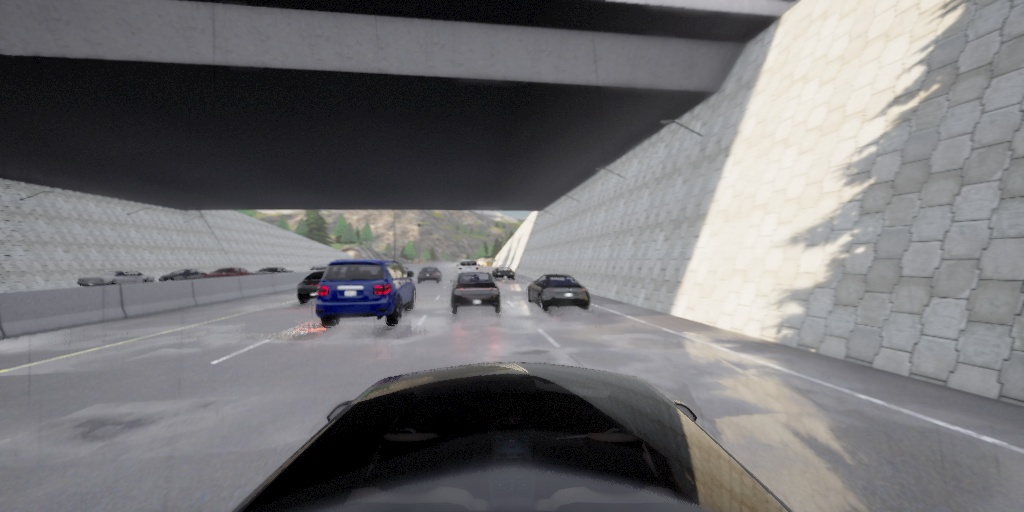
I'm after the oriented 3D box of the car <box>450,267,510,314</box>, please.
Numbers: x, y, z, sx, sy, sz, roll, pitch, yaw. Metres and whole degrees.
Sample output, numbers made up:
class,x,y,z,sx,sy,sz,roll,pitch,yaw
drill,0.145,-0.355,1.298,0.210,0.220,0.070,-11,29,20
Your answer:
class,x,y,z,sx,sy,sz,roll,pitch,yaw
car,-1.538,1.411,14.928,2.128,1.511,4.902,0,0,-8

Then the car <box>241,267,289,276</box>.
class,x,y,z,sx,sy,sz,roll,pitch,yaw
car,-21.739,1.729,32.438,1.882,1.535,5.008,0,-1,-8

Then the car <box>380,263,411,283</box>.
class,x,y,z,sx,sy,sz,roll,pitch,yaw
car,-11.314,1.572,35.146,2.097,1.767,4.553,0,-1,-8

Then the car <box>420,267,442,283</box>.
class,x,y,z,sx,sy,sz,roll,pitch,yaw
car,-7.468,1.716,32.808,2.033,1.411,5.357,0,-1,-8

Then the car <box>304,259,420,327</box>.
class,x,y,z,sx,sy,sz,roll,pitch,yaw
car,-4.753,1.131,12.416,2.150,2.045,5.566,0,0,-7

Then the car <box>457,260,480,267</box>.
class,x,y,z,sx,sy,sz,roll,pitch,yaw
car,-4.459,1.419,36.708,2.150,2.045,5.566,0,-1,-8

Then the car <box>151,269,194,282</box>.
class,x,y,z,sx,sy,sz,roll,pitch,yaw
car,-28.688,1.848,31.604,1.994,1.385,4.181,0,-1,-8

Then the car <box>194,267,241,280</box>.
class,x,y,z,sx,sy,sz,roll,pitch,yaw
car,-25.206,1.745,31.960,1.882,1.535,5.008,0,-1,-8

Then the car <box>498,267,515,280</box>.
class,x,y,z,sx,sy,sz,roll,pitch,yaw
car,-0.930,1.776,36.731,1.895,1.301,4.718,0,-1,-8

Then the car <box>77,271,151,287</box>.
class,x,y,z,sx,sy,sz,roll,pitch,yaw
car,-31.878,1.874,29.043,1.895,1.301,4.718,0,-1,-8

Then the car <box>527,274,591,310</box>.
class,x,y,z,sx,sy,sz,roll,pitch,yaw
car,1.899,1.470,15.635,1.994,1.385,4.181,0,-1,-8

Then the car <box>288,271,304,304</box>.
class,x,y,z,sx,sy,sz,roll,pitch,yaw
car,-9.023,1.504,18.131,1.837,1.490,4.892,0,-1,-8
